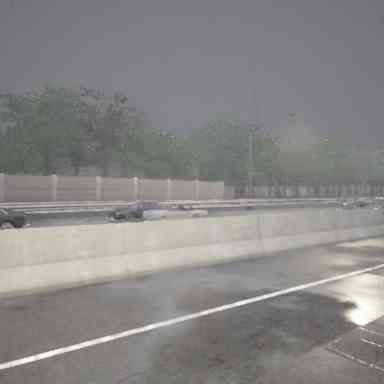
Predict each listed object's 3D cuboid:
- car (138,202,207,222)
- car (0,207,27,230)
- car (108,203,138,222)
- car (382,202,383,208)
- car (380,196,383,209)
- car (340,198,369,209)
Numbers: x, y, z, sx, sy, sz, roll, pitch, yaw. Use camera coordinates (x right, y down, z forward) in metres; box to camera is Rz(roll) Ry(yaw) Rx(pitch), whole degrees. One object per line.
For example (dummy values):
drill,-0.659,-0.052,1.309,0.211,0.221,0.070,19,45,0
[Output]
car,-1.259,1.603,24.557,4.718,1.301,1.895,0,0,-35
car,-11.343,1.504,17.351,4.892,1.490,1.837,0,0,-35
car,-3.948,1.549,26.779,5.357,1.411,2.033,0,0,-37
car,23.718,1.565,37.858,4.674,1.442,1.812,0,0,-35
car,27.576,1.400,44.806,4.553,1.767,2.097,0,0,-35
car,22.211,1.536,45.333,4.902,1.511,2.128,0,0,-35
